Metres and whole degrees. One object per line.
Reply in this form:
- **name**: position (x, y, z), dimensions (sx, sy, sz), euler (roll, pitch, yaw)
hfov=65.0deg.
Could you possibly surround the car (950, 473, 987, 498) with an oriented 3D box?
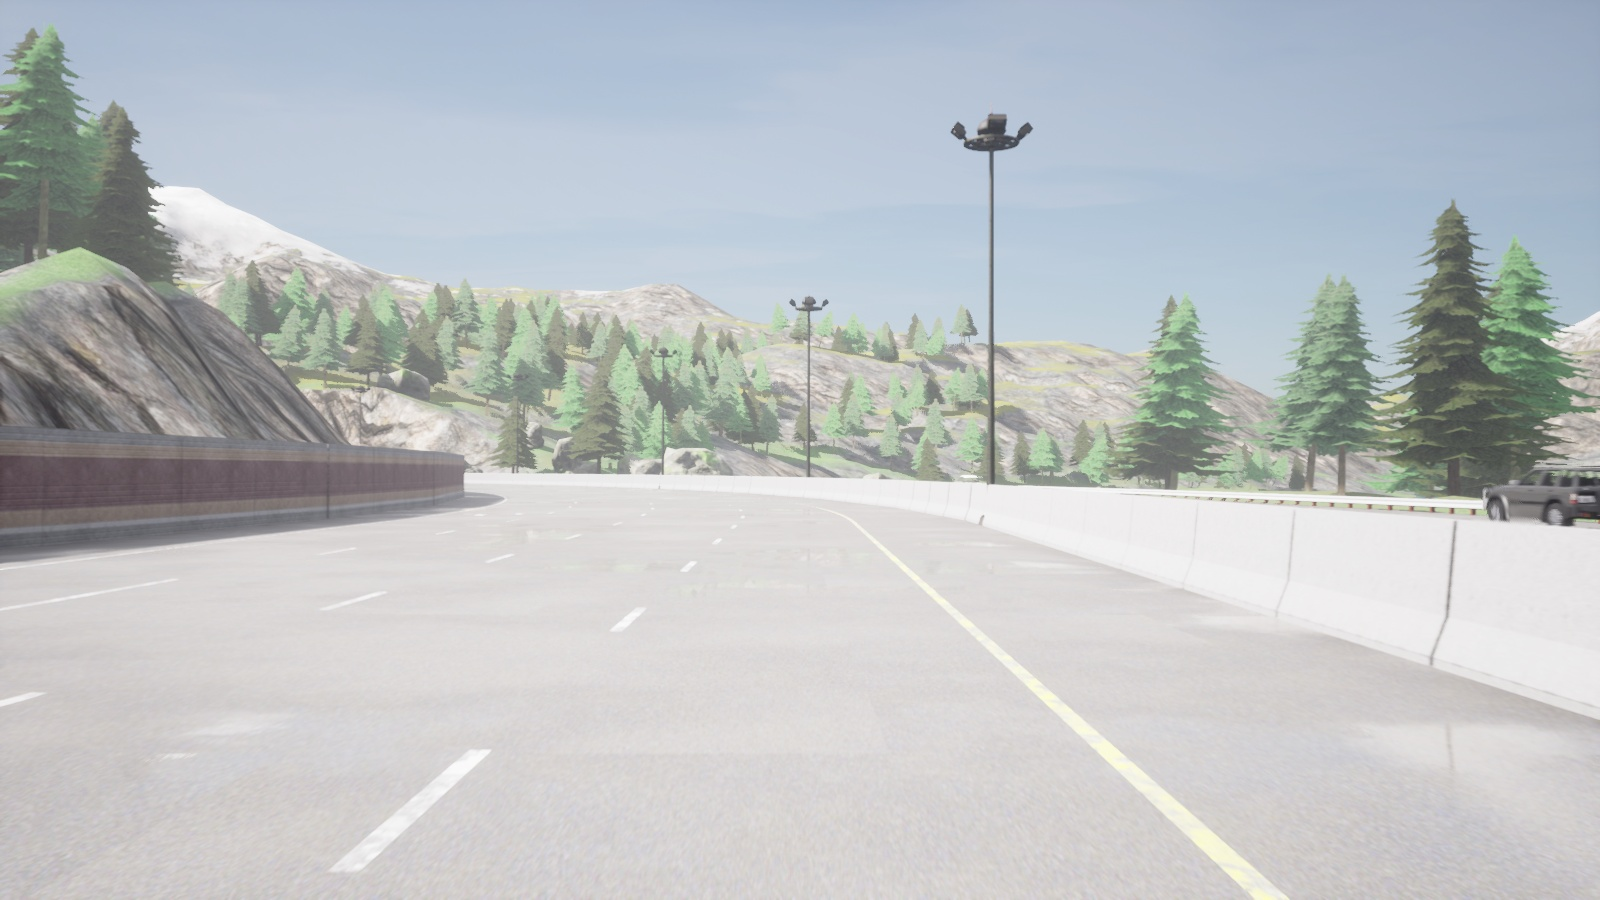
- **car**: position (9.819, 2.058, 73.330), dimensions (1.481, 1.376, 2.207), euler (0, -1, -13)

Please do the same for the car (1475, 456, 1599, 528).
- **car**: position (20.917, 1.130, 34.796), dimensions (1.932, 1.855, 4.605), euler (0, -1, 0)
